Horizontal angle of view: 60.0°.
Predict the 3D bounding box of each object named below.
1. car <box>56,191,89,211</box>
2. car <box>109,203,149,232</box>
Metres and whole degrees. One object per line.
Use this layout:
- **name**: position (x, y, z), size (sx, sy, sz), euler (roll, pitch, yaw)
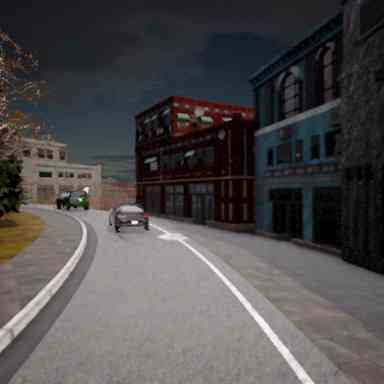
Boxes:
- **car**: position (-12.933, 0.915, 35.863), size (2.150, 2.045, 5.566), euler (0, 0, -38)
- **car**: position (-3.686, 1.371, 19.180), size (1.812, 1.442, 4.674), euler (0, 1, -19)
